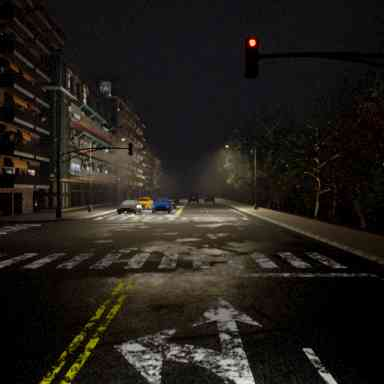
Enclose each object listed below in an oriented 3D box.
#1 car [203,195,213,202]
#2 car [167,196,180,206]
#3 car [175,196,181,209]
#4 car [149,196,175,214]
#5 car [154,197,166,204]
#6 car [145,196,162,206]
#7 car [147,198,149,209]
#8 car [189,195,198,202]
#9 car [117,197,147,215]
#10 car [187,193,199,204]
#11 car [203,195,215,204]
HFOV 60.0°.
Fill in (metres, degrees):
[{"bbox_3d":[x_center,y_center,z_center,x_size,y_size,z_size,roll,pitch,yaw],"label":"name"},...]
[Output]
[{"bbox_3d":[3.576,1.498,76.514,2.033,1.411,5.357,0,0,0],"label":"car"},{"bbox_3d":[-3.014,1.518,55.916,1.837,1.490,4.892,0,0,0],"label":"car"},{"bbox_3d":[-3.099,1.500,45.855,2.128,1.511,4.902,0,0,1],"label":"car"},{"bbox_3d":[-3.186,1.482,36.374,1.882,1.535,5.008,0,0,1],"label":"car"},{"bbox_3d":[-6.224,1.620,65.052,1.895,1.301,4.718,0,0,0],"label":"car"},{"bbox_3d":[-6.270,1.504,54.728,2.128,1.511,4.902,0,0,0],"label":"car"},{"bbox_3d":[-6.362,1.485,44.588,1.882,1.535,5.008,0,0,1],"label":"car"},{"bbox_3d":[0.327,1.483,76.529,2.128,1.511,4.902,0,0,0],"label":"car"},{"bbox_3d":[-6.444,1.551,34.935,2.033,1.411,5.357,0,0,0],"label":"car"},{"bbox_3d":[0.281,1.242,66.140,2.150,2.045,5.566,0,0,0],"label":"car"},{"bbox_3d":[3.531,1.525,66.094,1.837,1.490,4.892,0,0,0],"label":"car"}]
